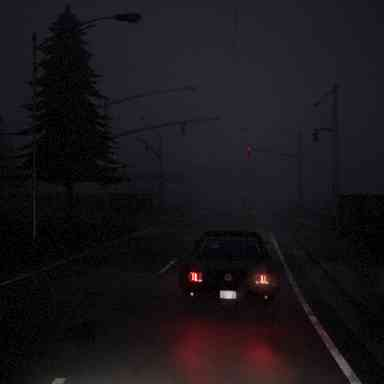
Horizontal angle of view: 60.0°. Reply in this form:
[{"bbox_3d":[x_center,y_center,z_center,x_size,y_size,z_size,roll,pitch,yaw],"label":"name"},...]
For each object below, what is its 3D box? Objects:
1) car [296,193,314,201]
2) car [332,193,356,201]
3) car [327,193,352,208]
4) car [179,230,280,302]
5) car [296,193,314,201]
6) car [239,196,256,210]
[{"bbox_3d":[26.057,1.360,76.802,3.806,1.475,1.970,0,0,10],"label":"car"},{"bbox_3d":[34.416,1.096,75.374,4.605,1.855,1.932,0,0,10],"label":"car"},{"bbox_3d":[20.190,1.330,43.050,5.027,1.636,2.152,0,0,10],"label":"car"},{"bbox_3d":[0.979,1.601,8.313,1.895,1.301,4.718,0,0,8],"label":"car"},{"bbox_3d":[27.234,1.076,79.971,3.866,1.878,1.905,0,0,10],"label":"car"},{"bbox_3d":[7.178,1.351,43.256,2.097,1.767,4.553,0,0,10],"label":"car"}]
